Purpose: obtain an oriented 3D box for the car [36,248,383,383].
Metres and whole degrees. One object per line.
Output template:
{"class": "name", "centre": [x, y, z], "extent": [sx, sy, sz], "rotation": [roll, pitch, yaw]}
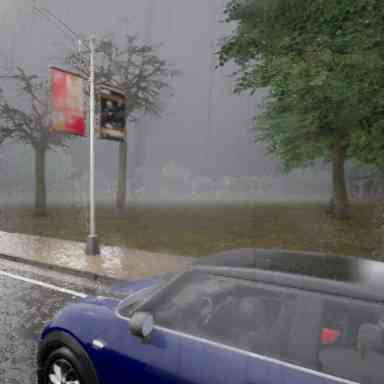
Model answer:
{"class": "car", "centre": [0.517, 1.355, 3.193], "extent": [4.553, 1.767, 2.097], "rotation": [0, 0, 35]}
